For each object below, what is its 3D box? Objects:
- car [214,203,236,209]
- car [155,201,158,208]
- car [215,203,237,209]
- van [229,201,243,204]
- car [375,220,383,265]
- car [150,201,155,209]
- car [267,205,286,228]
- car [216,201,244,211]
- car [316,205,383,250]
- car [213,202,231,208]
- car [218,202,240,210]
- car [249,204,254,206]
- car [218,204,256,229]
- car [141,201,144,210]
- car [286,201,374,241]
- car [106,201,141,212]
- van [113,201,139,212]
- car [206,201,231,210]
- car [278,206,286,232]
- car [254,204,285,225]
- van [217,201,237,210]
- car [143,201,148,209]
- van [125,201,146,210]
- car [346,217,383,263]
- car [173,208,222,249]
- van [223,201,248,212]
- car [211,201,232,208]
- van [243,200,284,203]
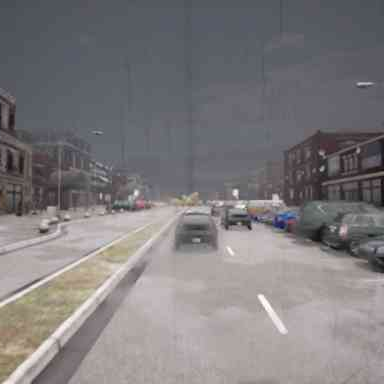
[{"bbox_3d":[8.346,3.529,84.817,5.366,1.575,1.946,0,-1,0],"label":"car"},{"bbox_3d":[-12.305,3.563,87.796,5.008,1.535,2.097,0,-1,0],"label":"car"},{"bbox_3d":[8.329,3.463,82.058,5.366,1.575,1.946,0,-1,0],"label":"car"},{"bbox_3d":[7.804,2.223,46.228,4.442,1.987,1.878,0,-2,0],"label":"van"},{"bbox_3d":[7.494,1.580,7.646,5.366,1.575,1.946,0,-1,0],"label":"car"},{"bbox_3d":[-12.347,3.116,79.586,5.566,2.045,2.435,0,-1,1],"label":"car"},{"bbox_3d":[7.761,1.811,21.423,5.008,1.535,2.097,0,-1,0],"label":"car"},{"bbox_3d":[8.047,2.931,71.038,5.566,2.045,2.435,0,-2,0],"label":"car"},{"bbox_3d":[7.683,1.538,13.159,4.553,1.767,2.185,0,-1,0],"label":"car"},{"bbox_3d":[8.164,3.536,90.336,4.553,1.767,2.185,0,-1,0],"label":"car"},{"bbox_3d":[8.123,3.130,73.792,4.553,1.767,2.185,0,-1,0],"label":"car"},{"bbox_3d":[7.788,2.021,29.689,4.792,1.488,2.163,0,-1,0],"label":"car"},{"bbox_3d":[3.221,1.902,24.826,1.837,1.490,4.892,0,-1,1],"label":"car"},{"bbox_3d":[-12.484,3.030,65.695,4.792,1.488,2.163,0,-2,1],"label":"car"},{"bbox_3d":[7.761,1.458,15.916,5.566,2.045,2.435,0,-1,0],"label":"car"},{"bbox_3d":[-12.603,2.586,60.023,5.566,2.045,2.435,0,-2,1],"label":"car"},{"bbox_3d":[-12.426,2.692,62.796,4.442,1.987,1.878,0,-2,1],"label":"van"},{"bbox_3d":[3.342,2.301,42.556,2.128,1.511,4.902,0,-3,0],"label":"car"},{"bbox_3d":[7.754,1.758,18.667,5.008,1.535,2.097,0,-1,0],"label":"car"},{"bbox_3d":[7.807,1.929,26.934,4.892,1.521,2.231,0,-1,0],"label":"car"},{"bbox_3d":[7.993,3.101,76.552,4.442,1.987,1.878,0,-1,0],"label":"van"},{"bbox_3d":[-12.512,2.823,68.355,5.566,2.045,2.435,0,-2,1],"label":"car"},{"bbox_3d":[-12.545,3.001,74.036,4.442,1.987,1.878,0,-2,1],"label":"van"},{"bbox_3d":[7.701,1.662,10.401,4.674,1.452,2.002,0,-1,0],"label":"car"},{"bbox_3d":[0.191,1.717,15.643,1.837,1.490,4.892,0,-1,0],"label":"car"},{"bbox_3d":[8.140,2.727,62.764,4.442,1.987,1.878,0,-2,0],"label":"van"},{"bbox_3d":[8.184,3.474,93.096,5.566,2.045,2.435,0,-1,0],"label":"car"},{"bbox_3d":[7.967,1.901,35.083,4.442,1.987,1.878,0,-2,0],"label":"van"}]
